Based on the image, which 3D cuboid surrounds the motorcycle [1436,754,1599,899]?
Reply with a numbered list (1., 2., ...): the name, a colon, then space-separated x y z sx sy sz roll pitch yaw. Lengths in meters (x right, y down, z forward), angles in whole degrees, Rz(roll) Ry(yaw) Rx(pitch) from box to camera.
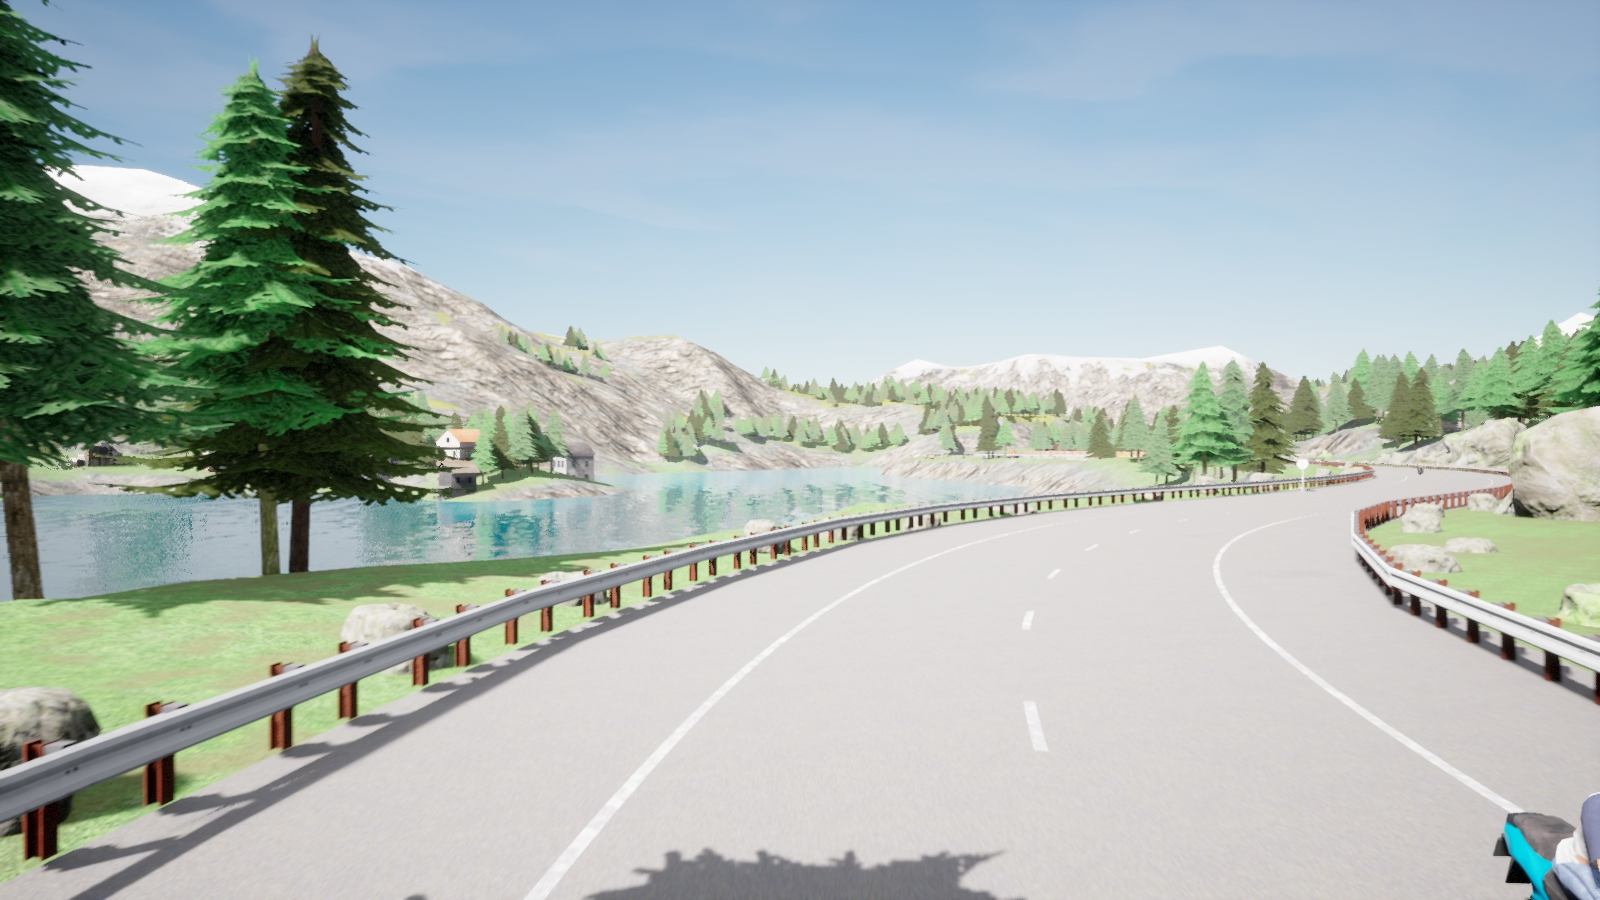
1. motorcycle: 3.609 2.177 4.847 0.803 1.217 2.033 0 0 4
